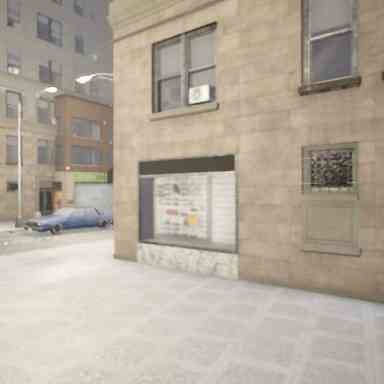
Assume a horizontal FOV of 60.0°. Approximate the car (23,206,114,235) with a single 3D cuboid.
[{"bbox_3d":[-6.729,1.555,19.327,2.033,1.411,5.357,0,0,39],"label":"car"}]
